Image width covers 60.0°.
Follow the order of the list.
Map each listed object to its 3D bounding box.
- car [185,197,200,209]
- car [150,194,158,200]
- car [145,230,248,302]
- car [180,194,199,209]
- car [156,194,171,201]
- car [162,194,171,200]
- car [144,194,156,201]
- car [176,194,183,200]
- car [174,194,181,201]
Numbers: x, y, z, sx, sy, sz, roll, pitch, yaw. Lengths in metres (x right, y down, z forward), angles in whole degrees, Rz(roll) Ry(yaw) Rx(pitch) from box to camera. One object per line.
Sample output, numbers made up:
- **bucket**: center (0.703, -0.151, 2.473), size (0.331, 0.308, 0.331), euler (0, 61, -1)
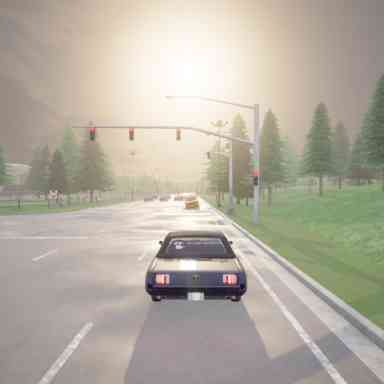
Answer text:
- **car**: center (0.082, 1.589, 49.899), size (2.033, 1.411, 5.357), euler (0, 2, 0)
- **car**: center (-10.335, 1.332, 90.961), size (1.837, 1.490, 4.892), euler (0, 0, 0)
- **car**: center (0.094, 1.601, 8.234), size (1.895, 1.301, 4.718), euler (0, 0, 0)
- **car**: center (-0.176, 1.065, 46.490), size (1.882, 1.535, 5.008), euler (-9, 16, -3)
- **car**: center (-6.854, 1.531, 80.534), size (2.033, 1.411, 5.357), euler (0, 0, 0)
- **car**: center (-6.835, 1.372, 90.954), size (2.033, 1.411, 5.357), euler (0, 0, 0)
- **car**: center (-10.354, 1.531, 80.541), size (2.033, 1.411, 5.357), euler (0, 0, 0)
- **car**: center (-3.335, 1.357, 90.948), size (1.812, 1.442, 4.674), euler (0, 0, 0)
- **car**: center (-3.353, 1.545, 80.945), size (1.994, 1.385, 4.181), euler (0, 0, 0)
